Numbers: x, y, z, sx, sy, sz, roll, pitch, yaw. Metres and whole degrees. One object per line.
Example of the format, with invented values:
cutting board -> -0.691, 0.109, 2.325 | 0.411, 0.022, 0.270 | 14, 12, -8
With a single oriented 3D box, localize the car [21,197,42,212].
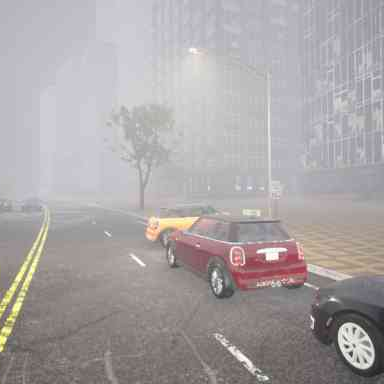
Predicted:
car -> -18.918, 1.393, 39.370 | 2.097, 1.767, 4.553 | 0, 0, -24

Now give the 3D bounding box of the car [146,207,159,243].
car -> 0.337, 1.277, 14.483 | 4.553, 1.767, 2.097 | -3, 1, -18

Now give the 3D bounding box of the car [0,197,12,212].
car -> -21.884, 1.390, 38.042 | 2.097, 1.767, 4.553 | 0, 0, -24

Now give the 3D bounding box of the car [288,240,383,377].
car -> 3.607, 1.505, 3.406 | 1.837, 1.490, 4.892 | 0, 0, -36

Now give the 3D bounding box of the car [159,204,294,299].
car -> 0.860, 1.355, 8.871 | 2.097, 1.767, 4.553 | 0, 0, -22
